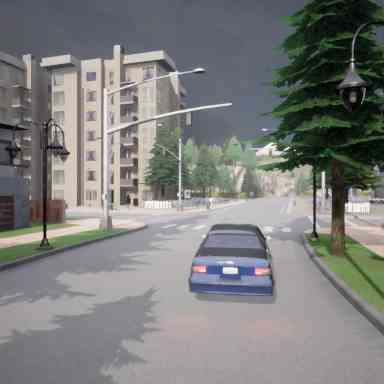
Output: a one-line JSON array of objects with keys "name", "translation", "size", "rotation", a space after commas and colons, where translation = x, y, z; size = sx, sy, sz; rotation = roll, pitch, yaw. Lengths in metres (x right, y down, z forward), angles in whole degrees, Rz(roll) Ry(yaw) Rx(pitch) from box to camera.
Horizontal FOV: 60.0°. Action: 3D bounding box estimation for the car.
[{"name": "car", "translation": [1.137, 1.547, 8.833], "size": [2.033, 1.411, 5.357], "rotation": [0, 0, 9]}]
